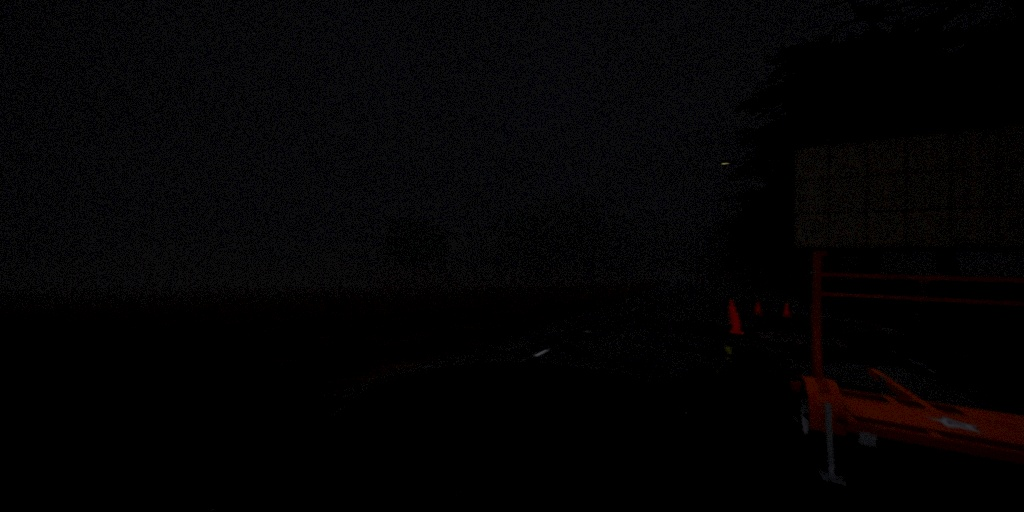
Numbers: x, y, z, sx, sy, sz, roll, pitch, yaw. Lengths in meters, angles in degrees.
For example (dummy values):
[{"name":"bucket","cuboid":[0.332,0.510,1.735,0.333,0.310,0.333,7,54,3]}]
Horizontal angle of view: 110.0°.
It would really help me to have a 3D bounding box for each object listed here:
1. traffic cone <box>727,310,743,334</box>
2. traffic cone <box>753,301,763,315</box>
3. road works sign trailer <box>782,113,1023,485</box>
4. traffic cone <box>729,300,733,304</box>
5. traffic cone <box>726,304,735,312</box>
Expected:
[{"name":"traffic cone","cuboid":[6.769,2.024,10.833,0.340,0.580,0.340,0,0,30]},{"name":"traffic cone","cuboid":[10.641,2.241,15.519,0.340,0.580,0.340,0,0,30]},{"name":"road works sign trailer","cuboid":[4.546,0.350,4.034,2.380,3.560,2.880,0,0,30]},{"name":"traffic cone","cuboid":[8.774,2.158,14.291,0.340,0.580,0.340,0,0,30]},{"name":"traffic cone","cuboid":[7.772,2.089,12.562,0.340,0.580,0.340,0,0,30]}]
